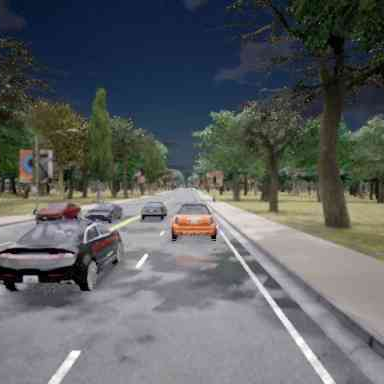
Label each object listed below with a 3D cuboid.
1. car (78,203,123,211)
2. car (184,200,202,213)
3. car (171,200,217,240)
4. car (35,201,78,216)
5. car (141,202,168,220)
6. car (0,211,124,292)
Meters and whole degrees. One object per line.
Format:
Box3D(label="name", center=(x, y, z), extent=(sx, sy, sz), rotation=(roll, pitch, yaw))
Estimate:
Box3D(label="car", center=(-6.533, 1.549, 25.334), extent=(2.033, 1.411, 5.357), rotation=(0, 0, 0))
Box3D(label="car", center=(0.095, 1.580, 37.924), extent=(1.895, 1.301, 4.718), rotation=(0, 0, 0))
Box3D(label="car", center=(0.098, 1.353, 17.082), extent=(2.097, 1.767, 4.553), rotation=(0, 0, 0))
Box3D(label="car", center=(-9.790, 1.478, 24.687), extent=(1.882, 1.535, 5.008), rotation=(0, 0, 0))
Box3D(label="car", center=(-3.154, 1.546, 28.349), extent=(2.033, 1.411, 5.357), rotation=(0, 0, 0))
Box3D(label="car", center=(-3.152, 1.491, 8.916), extent=(2.128, 1.511, 4.902), rotation=(0, 0, 0))
